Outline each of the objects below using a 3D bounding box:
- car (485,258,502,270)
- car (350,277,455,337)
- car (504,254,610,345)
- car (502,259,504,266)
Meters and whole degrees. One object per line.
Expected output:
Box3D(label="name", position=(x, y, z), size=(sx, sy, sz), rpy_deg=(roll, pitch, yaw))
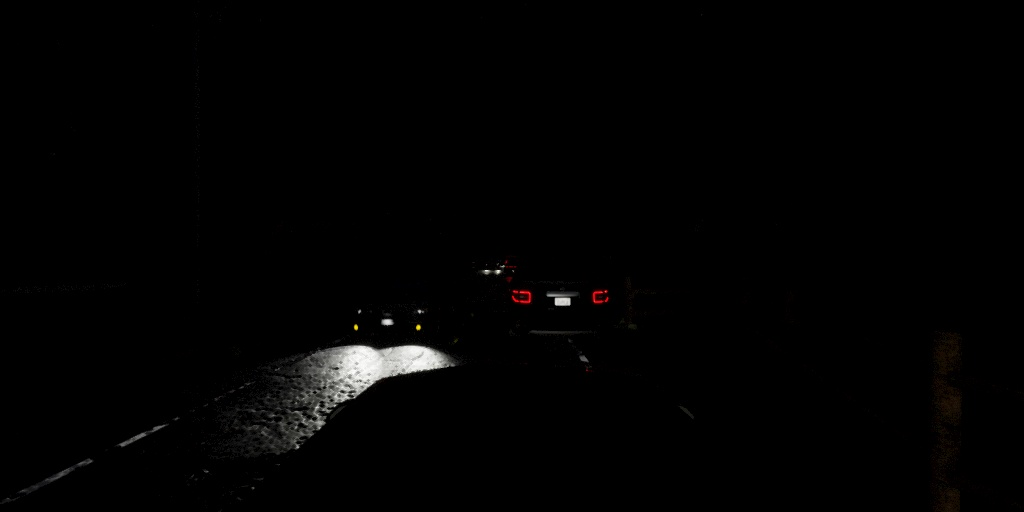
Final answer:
Box3D(label="car", position=(-2.769, 1.116, 51.612), size=(2.097, 1.767, 4.553), rpy_deg=(0, 0, 0))
Box3D(label="car", position=(-2.833, 1.312, 10.126), size=(1.994, 1.385, 4.181), rpy_deg=(0, 0, 0))
Box3D(label="car", position=(0.978, 0.972, 9.582), size=(2.150, 2.045, 5.566), rpy_deg=(0, 0, 0))
Box3D(label="car", position=(0.136, 1.260, 38.780), size=(1.837, 1.490, 4.892), rpy_deg=(0, 0, 0))
